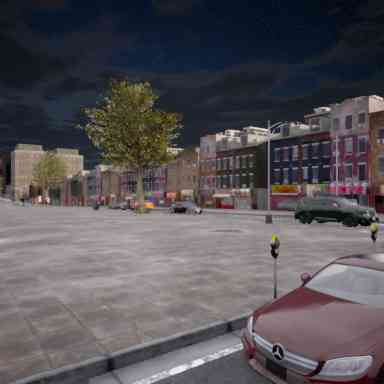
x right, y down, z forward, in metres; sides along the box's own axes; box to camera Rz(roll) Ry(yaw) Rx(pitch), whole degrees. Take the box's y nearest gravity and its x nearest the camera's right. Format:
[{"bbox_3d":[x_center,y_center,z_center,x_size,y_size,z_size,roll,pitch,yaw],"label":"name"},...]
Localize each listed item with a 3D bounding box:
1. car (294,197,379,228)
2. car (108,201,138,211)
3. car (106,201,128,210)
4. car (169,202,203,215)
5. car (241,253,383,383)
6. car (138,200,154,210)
[{"bbox_3d":[9.786,1.352,23.078,2.150,2.045,5.566,0,-1,-36],"label":"car"},{"bbox_3d":[-10.905,2.311,52.095,2.033,1.411,5.357,0,-1,-36],"label":"car"},{"bbox_3d":[-13.826,2.396,61.054,2.128,1.511,4.902,0,-1,-35],"label":"car"},{"bbox_3d":[-0.723,1.871,37.734,2.128,1.511,4.902,0,-1,-36],"label":"car"},{"bbox_3d":[2.572,1.582,4.638,4.206,1.307,1.802,0,0,-35],"label":"car"},{"bbox_3d":[-7.951,2.040,52.868,2.097,1.767,4.553,0,-1,-36],"label":"car"}]
